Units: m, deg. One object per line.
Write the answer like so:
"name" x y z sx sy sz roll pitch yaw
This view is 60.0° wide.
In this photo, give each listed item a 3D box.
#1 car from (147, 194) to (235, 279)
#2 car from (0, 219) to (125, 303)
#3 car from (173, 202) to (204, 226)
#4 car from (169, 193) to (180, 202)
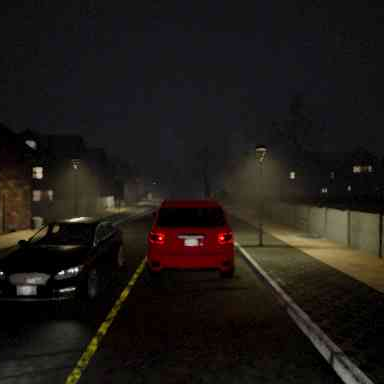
"car" -0.048 1.196 10.077 2.150 2.045 5.566 0 0 -1
"car" -2.953 1.467 8.327 2.128 1.511 4.902 0 0 -1
"car" -0.241 1.500 23.756 1.994 1.385 4.181 0 0 -1
"car" -3.728 1.173 71.265 2.097 1.767 4.553 0 0 -1
